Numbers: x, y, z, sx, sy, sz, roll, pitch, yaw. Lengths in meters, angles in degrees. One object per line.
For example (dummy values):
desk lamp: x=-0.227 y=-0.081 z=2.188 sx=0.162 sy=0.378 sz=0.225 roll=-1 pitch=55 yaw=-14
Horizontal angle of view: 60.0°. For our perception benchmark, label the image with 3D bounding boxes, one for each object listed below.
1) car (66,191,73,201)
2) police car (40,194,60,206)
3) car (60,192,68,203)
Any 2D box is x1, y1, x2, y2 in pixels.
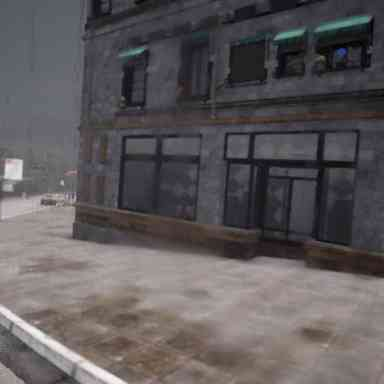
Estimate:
car: x=-28.290 y=1.187 z=73.108 sx=2.097 sy=1.767 sz=4.553 roll=4 pitch=0 yaw=-13
police car: x=-24.806 y=1.476 z=57.630 sx=1.930 sy=1.638 sz=5.238 roll=4 pitch=0 yaw=-13
car: x=-27.025 y=1.385 z=67.466 sx=1.801 sy=1.575 sz=5.366 roll=4 pitch=0 yaw=-13
